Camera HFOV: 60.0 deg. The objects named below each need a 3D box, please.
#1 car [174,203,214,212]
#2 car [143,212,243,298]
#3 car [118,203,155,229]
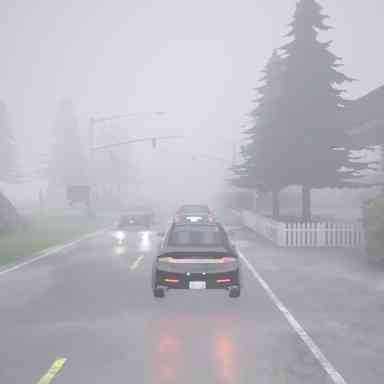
[{"bbox_3d":[0.101,1.352,17.670,2.097,1.767,4.553,0,0,0],"label":"car"},{"bbox_3d":[0.100,1.492,8.517,2.128,1.511,4.902,0,0,0],"label":"car"},{"bbox_3d":[-3.504,1.513,21.707,1.837,1.490,4.892,0,0,0],"label":"car"}]
